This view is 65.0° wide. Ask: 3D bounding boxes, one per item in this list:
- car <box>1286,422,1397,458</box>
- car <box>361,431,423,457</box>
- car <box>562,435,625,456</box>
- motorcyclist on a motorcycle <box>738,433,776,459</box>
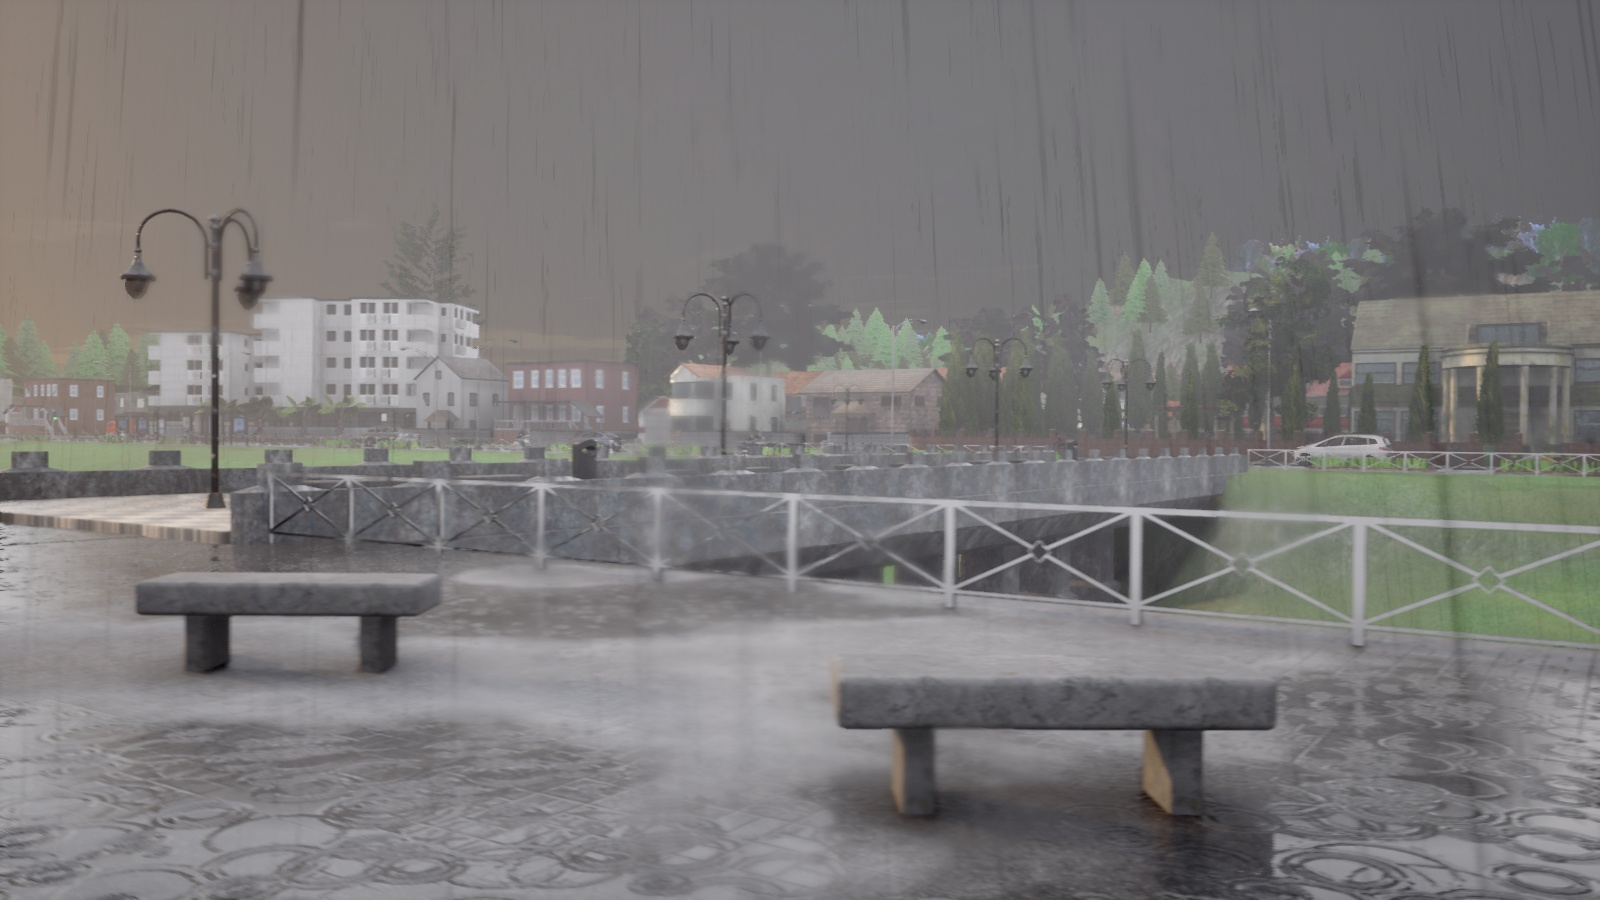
[{"bbox_3d":[26.219,-0.492,60.840,4.611,1.667,2.242,0,1,34],"label":"car"},{"bbox_3d":[-30.430,-0.455,93.690,4.605,1.855,1.932,0,1,34],"label":"car"},{"bbox_3d":[-14.445,-0.323,87.872,4.193,1.474,1.816,0,1,34],"label":"car"},{"bbox_3d":[-2.590,-0.236,75.190,2.191,1.530,0.866,0,1,34],"label":"motorcyclist on a motorcycle"}]
